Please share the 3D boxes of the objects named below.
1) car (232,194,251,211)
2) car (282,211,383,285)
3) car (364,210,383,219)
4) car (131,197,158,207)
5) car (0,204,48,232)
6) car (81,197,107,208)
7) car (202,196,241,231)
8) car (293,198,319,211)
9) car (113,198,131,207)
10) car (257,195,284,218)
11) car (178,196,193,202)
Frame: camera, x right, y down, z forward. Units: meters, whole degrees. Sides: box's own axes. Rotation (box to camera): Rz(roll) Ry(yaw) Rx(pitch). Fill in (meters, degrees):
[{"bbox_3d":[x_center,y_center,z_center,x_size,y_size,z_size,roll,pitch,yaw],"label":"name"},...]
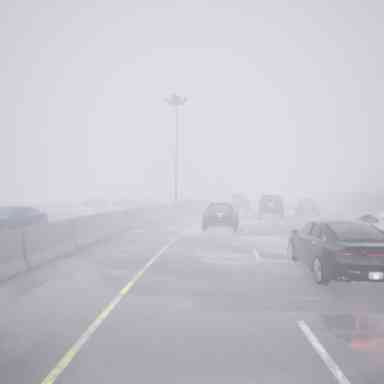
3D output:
[{"bbox_3d":[5.865,1.241,40.389,2.150,2.045,5.566,0,0,13],"label":"car"},{"bbox_3d":[4.065,1.520,9.445,1.837,1.490,4.892,0,0,4],"label":"car"},{"bbox_3d":[7.986,1.555,13.953,1.812,1.442,4.674,0,0,6],"label":"car"},{"bbox_3d":[-6.620,1.519,49.370,2.033,1.411,5.357,0,0,13],"label":"car"},{"bbox_3d":[-9.444,1.441,17.152,1.882,1.535,5.008,0,0,7],"label":"car"},{"bbox_3d":[-14.080,1.450,48.130,1.837,1.490,4.892,0,-1,13],"label":"car"},{"bbox_3d":[1.883,1.358,20.990,2.097,1.767,4.553,0,0,8],"label":"car"},{"bbox_3d":[11.617,1.394,34.051,2.097,1.767,4.553,0,0,13],"label":"car"},{"bbox_3d":[-10.091,1.559,49.874,1.895,1.301,4.718,0,0,13],"label":"car"},{"bbox_3d":[7.179,1.247,30.324,2.150,2.045,5.566,0,0,12],"label":"car"},{"bbox_3d":[-1.068,1.484,57.746,2.128,1.511,4.902,0,0,14],"label":"car"}]
